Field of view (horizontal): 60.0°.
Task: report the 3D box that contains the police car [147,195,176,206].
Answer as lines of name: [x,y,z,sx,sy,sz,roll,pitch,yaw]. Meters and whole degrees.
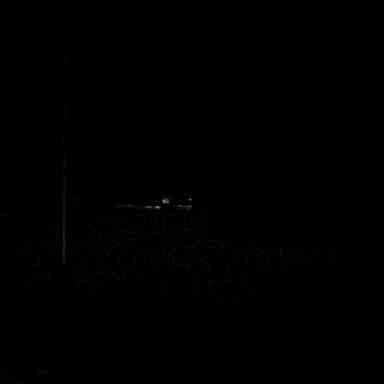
police car: [-4.513,1.257,48.654,2.038,1.542,4.974,0,0,35]

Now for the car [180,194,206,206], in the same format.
car: [0.128,1.086,49.706,2.097,1.767,4.553,0,0,36]
